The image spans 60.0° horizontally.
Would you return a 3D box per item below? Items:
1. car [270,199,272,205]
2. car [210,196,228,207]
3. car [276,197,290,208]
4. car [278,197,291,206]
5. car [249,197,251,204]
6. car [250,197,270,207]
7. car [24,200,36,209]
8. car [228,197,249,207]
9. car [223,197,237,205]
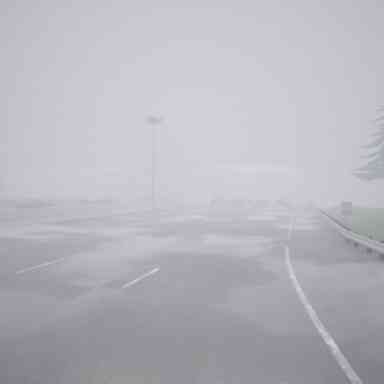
[{"bbox_3d":[14.302,1.784,64.283,1.812,1.442,4.674,0,0,18],"label":"car"},{"bbox_3d":[4.596,1.533,56.793,2.097,1.767,4.553,0,0,18],"label":"car"},{"bbox_3d":[14.501,1.733,53.293,1.837,1.490,4.892,0,0,18],"label":"car"},{"bbox_3d":[17.640,1.768,63.229,2.128,1.511,4.902,0,0,18],"label":"car"},{"bbox_3d":[10.965,1.738,65.337,1.837,1.490,4.892,0,0,18],"label":"car"},{"bbox_3d":[11.289,1.778,54.744,1.994,1.385,4.181,0,0,18],"label":"car"},{"bbox_3d":[-19.089,1.590,40.172,1.895,1.301,4.718,0,0,18],"label":"car"},{"bbox_3d":[7.826,1.700,55.401,1.837,1.490,4.892,0,0,18],"label":"car"},{"bbox_3d":[7.627,1.786,66.391,1.994,1.385,4.181,0,0,18],"label":"car"}]
